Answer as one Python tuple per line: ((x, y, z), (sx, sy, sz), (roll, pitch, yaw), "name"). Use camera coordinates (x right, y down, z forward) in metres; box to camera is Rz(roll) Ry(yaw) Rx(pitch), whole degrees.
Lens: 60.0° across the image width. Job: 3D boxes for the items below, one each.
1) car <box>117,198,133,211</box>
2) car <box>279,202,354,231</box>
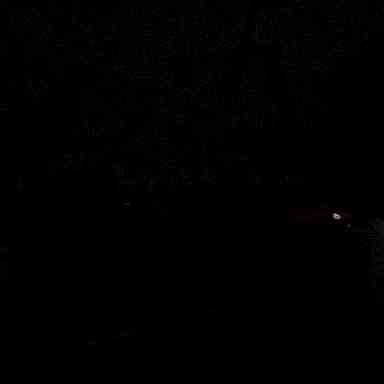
((-8.399, 1.438, 42.175), (2.097, 1.767, 4.553), (0, 0, -39), "car")
((8.035, 1.447, 21.727), (2.097, 1.767, 4.553), (0, 0, -39), "car")
